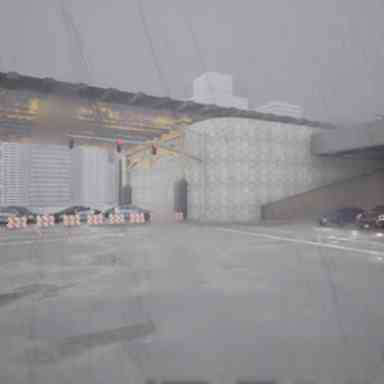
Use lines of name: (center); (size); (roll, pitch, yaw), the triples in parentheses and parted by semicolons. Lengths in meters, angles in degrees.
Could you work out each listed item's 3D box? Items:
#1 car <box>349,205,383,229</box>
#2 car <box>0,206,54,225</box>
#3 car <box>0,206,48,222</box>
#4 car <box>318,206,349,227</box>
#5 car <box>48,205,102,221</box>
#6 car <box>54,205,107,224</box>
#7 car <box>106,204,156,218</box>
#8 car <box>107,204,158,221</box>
car: (13.167, 1.620, 22.428); (4.553, 1.767, 2.097); (0, -1, -29)
car: (-14.368, 1.945, 27.342); (4.974, 1.542, 2.038); (-1, -1, 17)
car: (-14.419, 1.788, 27.359); (4.536, 1.218, 1.853); (-1, -1, 17)
car: (11.865, 1.853, 25.702); (4.674, 1.442, 1.812); (0, -1, -29)
car: (-10.245, 1.800, 29.494); (1.853, 1.218, 4.536); (-1, -1, 27)
car: (-10.267, 1.957, 29.445); (2.038, 1.542, 4.974); (-1, -1, 27)
car: (-5.897, 1.826, 32.589); (4.536, 1.218, 1.853); (0, -1, 2)
car: (-5.845, 1.983, 32.585); (4.974, 1.542, 2.038); (0, -1, 2)
